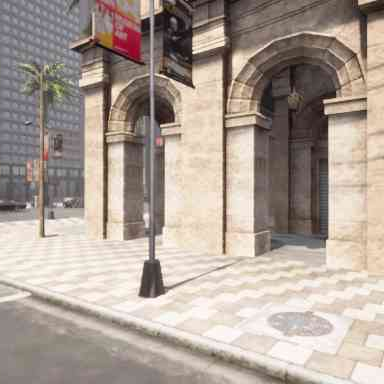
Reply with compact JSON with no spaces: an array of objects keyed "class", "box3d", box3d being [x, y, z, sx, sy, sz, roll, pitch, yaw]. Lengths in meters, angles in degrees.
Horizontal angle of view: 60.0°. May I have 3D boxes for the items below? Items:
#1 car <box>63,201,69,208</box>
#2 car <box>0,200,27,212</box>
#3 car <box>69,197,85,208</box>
[{"class":"car","box3d":[-16.554,1.505,48.755,2.161,1.482,4.786,0,0,35]},{"class":"car","box3d":[-21.159,1.593,37.037,1.895,1.301,4.718,0,0,36]},{"class":"car","box3d":[-14.192,1.498,46.742,1.837,1.490,4.892,0,0,36]}]
